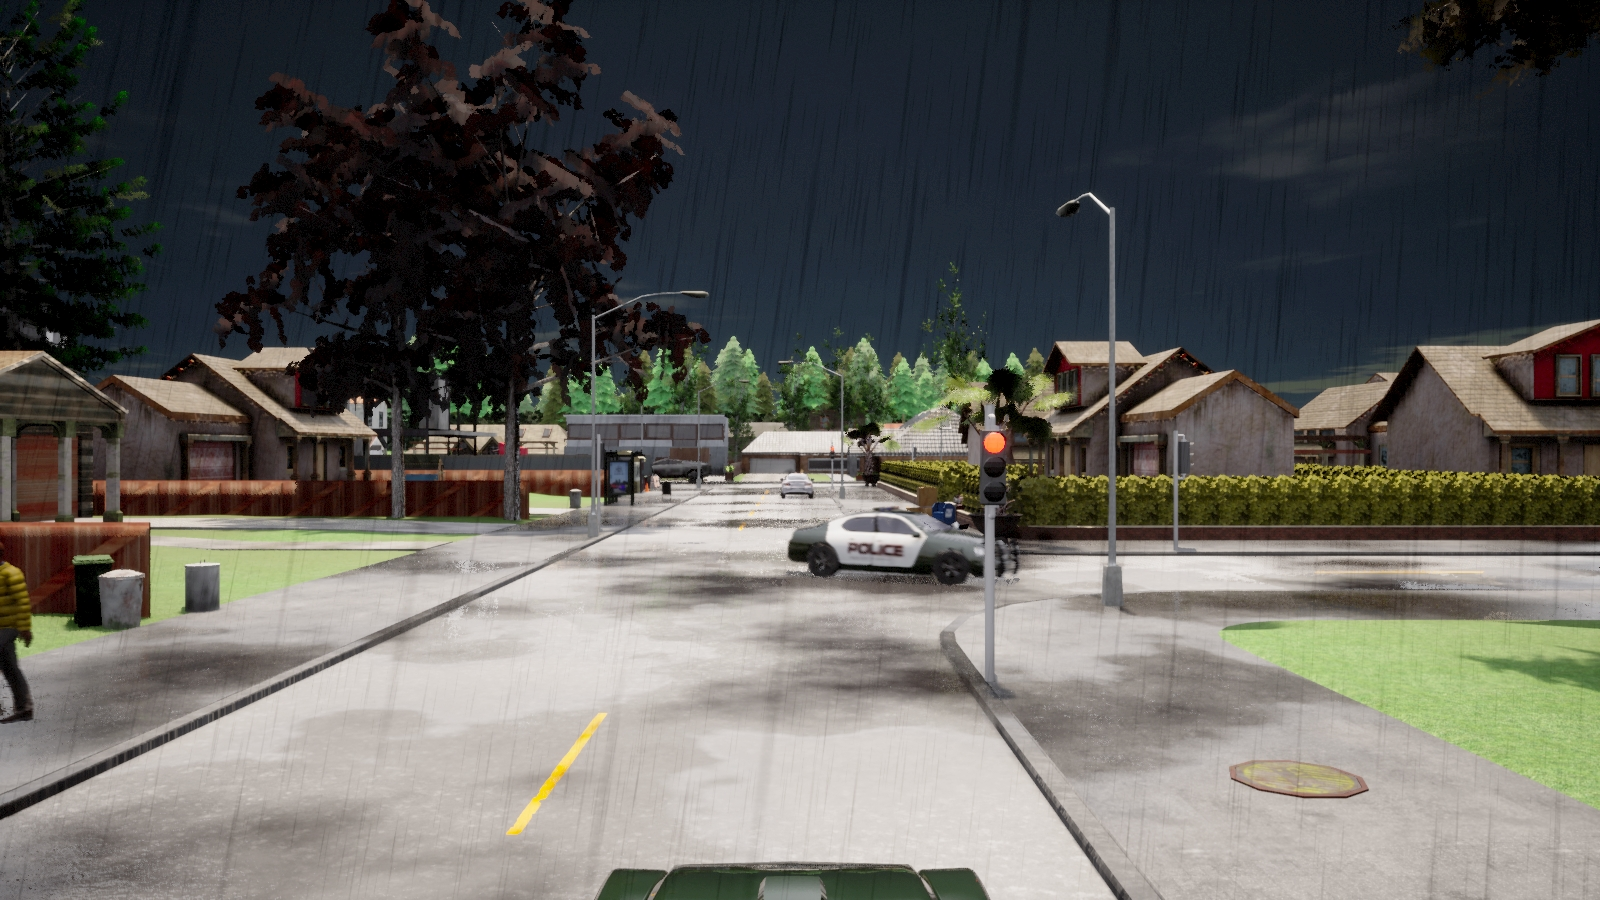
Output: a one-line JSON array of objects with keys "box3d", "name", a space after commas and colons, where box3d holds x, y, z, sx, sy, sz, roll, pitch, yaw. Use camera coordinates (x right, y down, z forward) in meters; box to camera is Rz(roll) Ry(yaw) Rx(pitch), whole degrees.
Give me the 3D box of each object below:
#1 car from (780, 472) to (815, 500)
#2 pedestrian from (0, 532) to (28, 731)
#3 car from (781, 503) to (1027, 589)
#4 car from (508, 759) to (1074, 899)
[{"box3d": [-0.164, 2.081, 66.907, 2.002, 1.442, 4.674, 0, 0, 0], "name": "car"}, {"box3d": [-7.760, 1.746, 11.042, 0.375, 1.860, 0.375, 0, 0, 33], "name": "pedestrian"}, {"box3d": [2.257, 2.038, 25.132, 4.974, 1.542, 2.038, 0, 0, 29], "name": "car"}, {"box3d": [-0.028, 2.155, 3.193, 1.895, 1.301, 4.718, 0, 0, 0], "name": "car"}]
